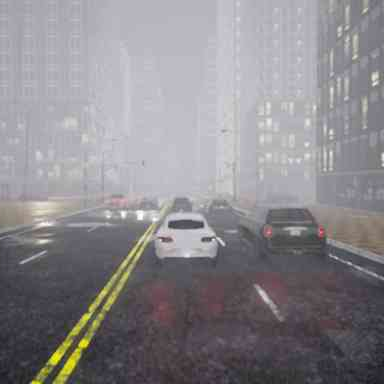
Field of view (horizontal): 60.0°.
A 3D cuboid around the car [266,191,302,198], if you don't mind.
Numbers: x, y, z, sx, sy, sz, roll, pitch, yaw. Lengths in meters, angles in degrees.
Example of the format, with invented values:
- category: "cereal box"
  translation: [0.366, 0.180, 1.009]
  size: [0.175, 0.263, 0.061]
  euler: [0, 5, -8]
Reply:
- category: "car"
  translation: [14.242, 0.823, 52.838]
  size: [5.009, 1.841, 2.192]
  euler: [0, 1, -1]

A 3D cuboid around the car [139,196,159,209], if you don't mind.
- category: "car"
  translation: [-4.622, 1.160, 36.159]
  size: [1.895, 1.301, 4.718]
  euler: [0, 1, -2]

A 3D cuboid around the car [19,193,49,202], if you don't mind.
- category: "car"
  translation: [-24.675, 0.856, 51.805]
  size: [4.313, 1.339, 1.947]
  euler: [0, 1, -1]

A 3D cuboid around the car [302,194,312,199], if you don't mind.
- category: "car"
  translation: [19.514, 0.826, 61.344]
  size: [4.829, 1.417, 1.752]
  euler: [0, 1, -1]

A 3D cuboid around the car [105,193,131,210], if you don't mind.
- category: "car"
  translation: [-7.850, 0.929, 35.440]
  size: [2.097, 1.767, 4.553]
  euler: [0, 1, -2]

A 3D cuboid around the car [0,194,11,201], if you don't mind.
- category: "car"
  translation: [-30.360, 0.838, 51.710]
  size: [4.206, 1.307, 1.802]
  euler: [0, 1, -1]

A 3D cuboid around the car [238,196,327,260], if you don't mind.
- category: "car"
  translation: [2.992, 1.196, 11.953]
  size: [2.097, 1.767, 4.553]
  euler: [0, 1, -2]

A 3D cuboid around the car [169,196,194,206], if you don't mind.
- category: "car"
  translation: [-0.902, 1.149, 28.685]
  size: [1.837, 1.490, 4.892]
  euler: [0, 1, -2]

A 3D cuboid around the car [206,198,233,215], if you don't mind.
- category: "car"
  translation: [2.338, 1.194, 29.040]
  size: [1.994, 1.385, 4.181]
  euler: [0, 1, -2]

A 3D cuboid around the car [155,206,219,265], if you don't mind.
- category: "car"
  translation: [-0.212, 1.390, 11.035]
  size: [1.812, 1.442, 4.674]
  euler: [0, 1, -2]
